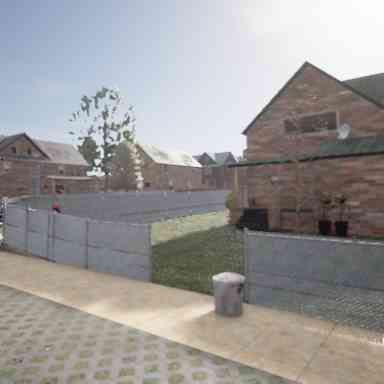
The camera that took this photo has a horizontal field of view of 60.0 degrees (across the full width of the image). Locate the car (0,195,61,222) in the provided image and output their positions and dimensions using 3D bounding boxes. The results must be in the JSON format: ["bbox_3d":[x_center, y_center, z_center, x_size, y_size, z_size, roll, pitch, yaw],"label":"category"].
[{"bbox_3d":[-8.756,0.941,19.774,2.097,1.767,4.553,-1,1,36],"label":"car"}]
